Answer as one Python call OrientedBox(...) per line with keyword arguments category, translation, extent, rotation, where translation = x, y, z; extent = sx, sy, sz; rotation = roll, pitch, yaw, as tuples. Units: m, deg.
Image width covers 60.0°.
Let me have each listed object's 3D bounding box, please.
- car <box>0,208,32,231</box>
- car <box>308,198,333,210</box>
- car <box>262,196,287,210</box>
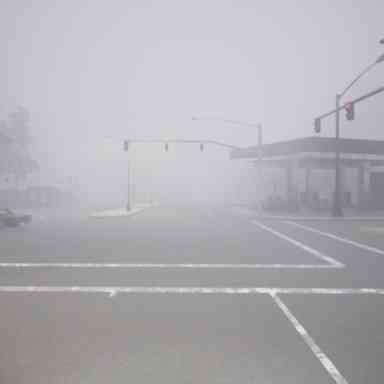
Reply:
OrientedBox(category="car", translation=(-12.216, 1.588, 19.703), extent=(4.718, 1.301, 1.895), rotation=(0, 0, 1))
OrientedBox(category="car", translation=(15.574, 1.426, 40.511), extent=(1.970, 1.475, 3.806), rotation=(0, 0, 1))
OrientedBox(category="car", translation=(9.827, 1.266, 39.765), extent=(2.242, 1.667, 4.611), rotation=(0, 0, 1))
